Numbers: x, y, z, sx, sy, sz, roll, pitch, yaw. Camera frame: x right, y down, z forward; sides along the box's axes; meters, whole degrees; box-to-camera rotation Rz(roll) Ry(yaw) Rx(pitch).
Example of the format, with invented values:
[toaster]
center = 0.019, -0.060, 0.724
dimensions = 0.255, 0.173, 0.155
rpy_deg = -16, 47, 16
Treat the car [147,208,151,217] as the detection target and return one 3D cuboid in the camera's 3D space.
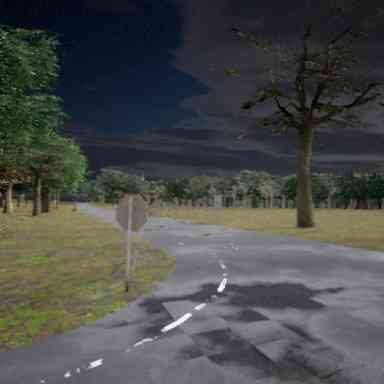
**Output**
[car]
center = -7.625, 3.034, 51.107
dimensions = 1.837, 1.490, 4.892
rpy_deg = 3, -3, -20
